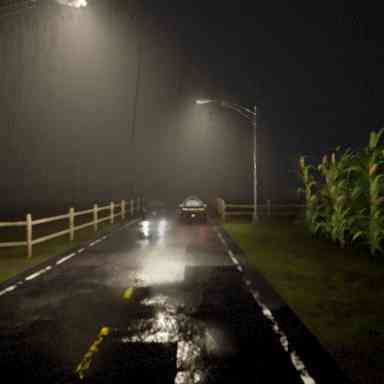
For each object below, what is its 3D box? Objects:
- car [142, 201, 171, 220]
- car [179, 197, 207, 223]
[{"bbox_3d":[-2.762,1.396,26.464,1.994,1.385,4.181,0,0,0],"label":"car"},{"bbox_3d":[0.087,1.338,24.210,2.128,1.511,4.902,0,0,0],"label":"car"}]
